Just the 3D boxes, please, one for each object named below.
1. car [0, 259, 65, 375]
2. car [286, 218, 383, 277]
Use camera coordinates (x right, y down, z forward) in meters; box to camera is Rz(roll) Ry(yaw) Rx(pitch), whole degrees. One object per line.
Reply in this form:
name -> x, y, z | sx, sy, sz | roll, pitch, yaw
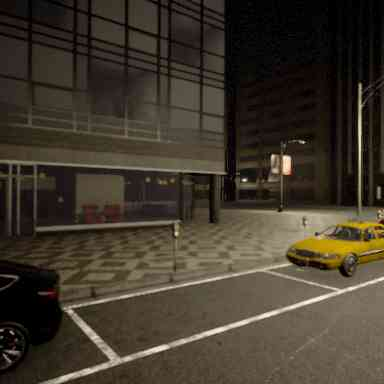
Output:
car -> -3.830, 1.567, 4.025 | 4.313, 1.339, 1.947 | 0, 1, -35
car -> 4.920, 1.528, 10.267 | 4.829, 1.417, 1.752 | 0, 0, -35
